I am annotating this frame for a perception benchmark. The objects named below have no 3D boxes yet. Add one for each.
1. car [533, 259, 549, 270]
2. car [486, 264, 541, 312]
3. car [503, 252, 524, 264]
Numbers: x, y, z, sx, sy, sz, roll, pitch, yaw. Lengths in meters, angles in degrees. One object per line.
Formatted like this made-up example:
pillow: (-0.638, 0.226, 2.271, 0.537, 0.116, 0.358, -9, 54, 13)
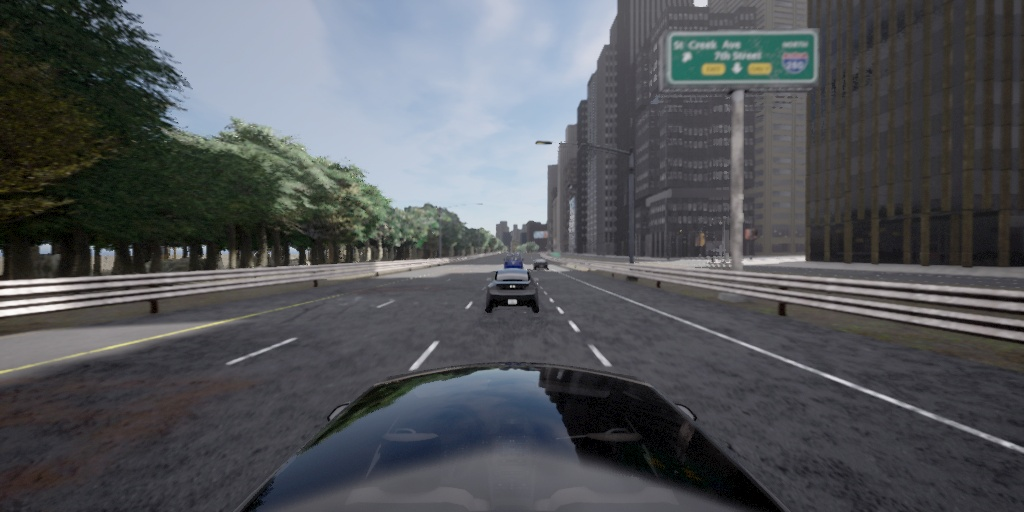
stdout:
car: (3.847, 1.077, 48.546, 1.882, 1.535, 5.008, 0, 1, 1)
car: (0.024, 1.249, 14.160, 1.837, 1.490, 4.892, 0, 0, 0)
car: (0.188, 0.865, 41.964, 2.150, 2.045, 5.566, 0, 0, 1)
